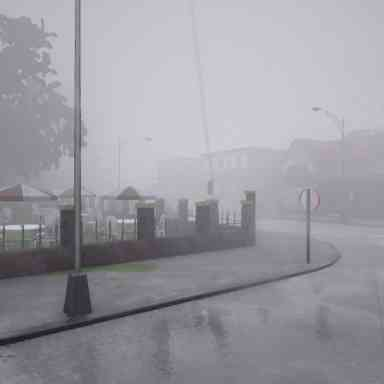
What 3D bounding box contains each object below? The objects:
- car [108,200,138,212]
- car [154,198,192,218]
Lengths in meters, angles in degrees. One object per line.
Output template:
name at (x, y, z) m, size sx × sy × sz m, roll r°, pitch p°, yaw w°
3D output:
car at (-8.168, 1.221, 38.948) m, size 2.150 × 2.045 × 5.566 m, roll 0°, pitch 0°, yaw -35°
car at (-1.965, 1.352, 30.252) m, size 2.097 × 1.767 × 4.553 m, roll 0°, pitch 0°, yaw -36°
